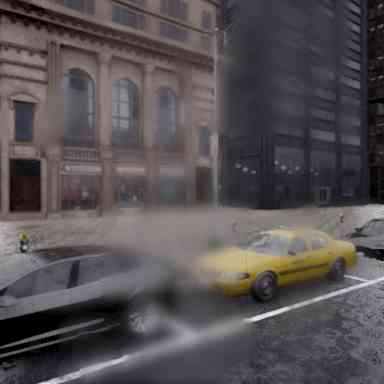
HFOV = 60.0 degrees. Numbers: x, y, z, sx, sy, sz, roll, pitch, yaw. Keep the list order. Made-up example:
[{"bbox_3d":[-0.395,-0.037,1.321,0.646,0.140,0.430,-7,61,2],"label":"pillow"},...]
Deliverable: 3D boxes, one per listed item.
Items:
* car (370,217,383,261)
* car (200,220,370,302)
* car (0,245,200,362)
[{"bbox_3d":[6.958,1.572,11.616,4.313,1.339,1.947,0,0,-36],"label":"car"},{"bbox_3d":[2.228,1.528,8.241,4.829,1.417,1.752,0,0,-36],"label":"car"},{"bbox_3d":[-2.226,1.566,5.063,4.313,1.339,1.947,0,0,-36],"label":"car"}]
